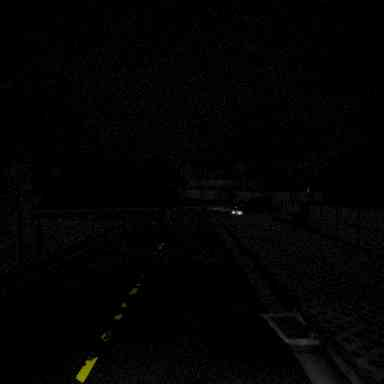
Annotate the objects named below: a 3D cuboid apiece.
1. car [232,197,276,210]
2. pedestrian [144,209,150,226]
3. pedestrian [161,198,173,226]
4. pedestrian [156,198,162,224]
[{"bbox_3d":[7.356,1.325,39.145,5.357,1.411,2.033,-1,3,-29],"label":"car"},{"bbox_3d":[-2.907,1.652,21.720,0.500,1.100,0.500,-3,3,1],"label":"pedestrian"},{"bbox_3d":[-1.525,1.272,21.191,0.375,1.860,0.375,-3,3,1],"label":"pedestrian"},{"bbox_3d":[-2.040,1.272,22.398,0.375,1.860,0.375,-3,3,1],"label":"pedestrian"}]
